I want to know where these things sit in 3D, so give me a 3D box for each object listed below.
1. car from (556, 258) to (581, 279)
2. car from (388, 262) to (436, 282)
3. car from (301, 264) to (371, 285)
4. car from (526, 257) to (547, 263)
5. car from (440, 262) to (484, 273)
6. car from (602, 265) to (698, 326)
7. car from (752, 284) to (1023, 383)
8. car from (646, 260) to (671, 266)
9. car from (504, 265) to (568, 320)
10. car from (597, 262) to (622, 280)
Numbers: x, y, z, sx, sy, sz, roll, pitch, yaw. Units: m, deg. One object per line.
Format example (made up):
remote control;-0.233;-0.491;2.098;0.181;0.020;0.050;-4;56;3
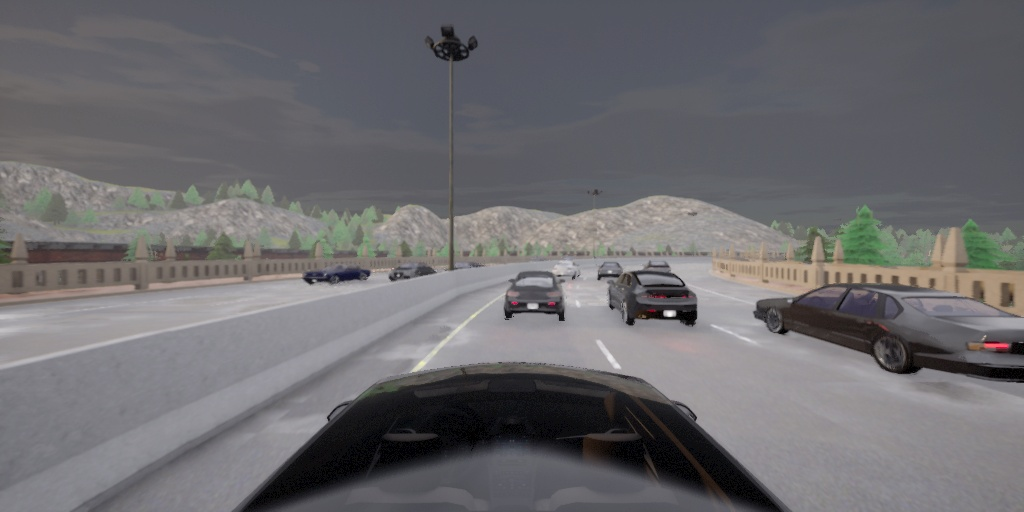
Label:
car;4.488;1.105;29.536;1.812;1.442;4.674;0;0;17
car;-7.362;1.145;26.658;1.994;1.385;4.181;0;0;14
car;-11.602;1.192;24.018;1.895;1.301;4.718;0;0;12
car;4.259;0.867;61.597;2.128;1.511;4.902;0;0;34
car;-3.629;1.128;27.441;2.033;1.411;5.357;0;0;15
car;4.276;1.199;11.525;1.837;1.490;4.892;0;0;6
car;7.350;1.273;7.306;2.033;1.411;5.357;0;0;4
car;11.413;1.089;28.235;2.128;1.511;4.902;0;0;18
car;0.836;1.210;12.218;1.812;1.442;4.674;0;0;7
car;8.020;1.152;29.022;1.994;1.385;4.181;0;0;18
